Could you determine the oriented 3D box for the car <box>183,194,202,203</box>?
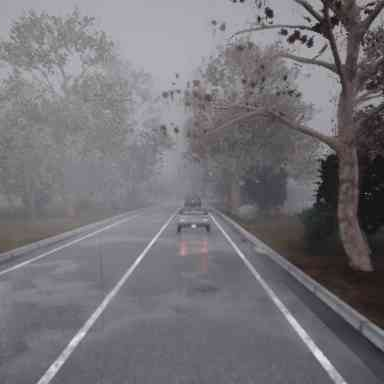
[{"bbox_3d":[0.093,1.264,42.796,2.150,2.045,5.566,0,-1,0],"label":"car"}]

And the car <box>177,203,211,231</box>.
[{"bbox_3d":[0.097,1.562,20.387,1.895,1.301,4.718,0,0,0],"label":"car"}]
